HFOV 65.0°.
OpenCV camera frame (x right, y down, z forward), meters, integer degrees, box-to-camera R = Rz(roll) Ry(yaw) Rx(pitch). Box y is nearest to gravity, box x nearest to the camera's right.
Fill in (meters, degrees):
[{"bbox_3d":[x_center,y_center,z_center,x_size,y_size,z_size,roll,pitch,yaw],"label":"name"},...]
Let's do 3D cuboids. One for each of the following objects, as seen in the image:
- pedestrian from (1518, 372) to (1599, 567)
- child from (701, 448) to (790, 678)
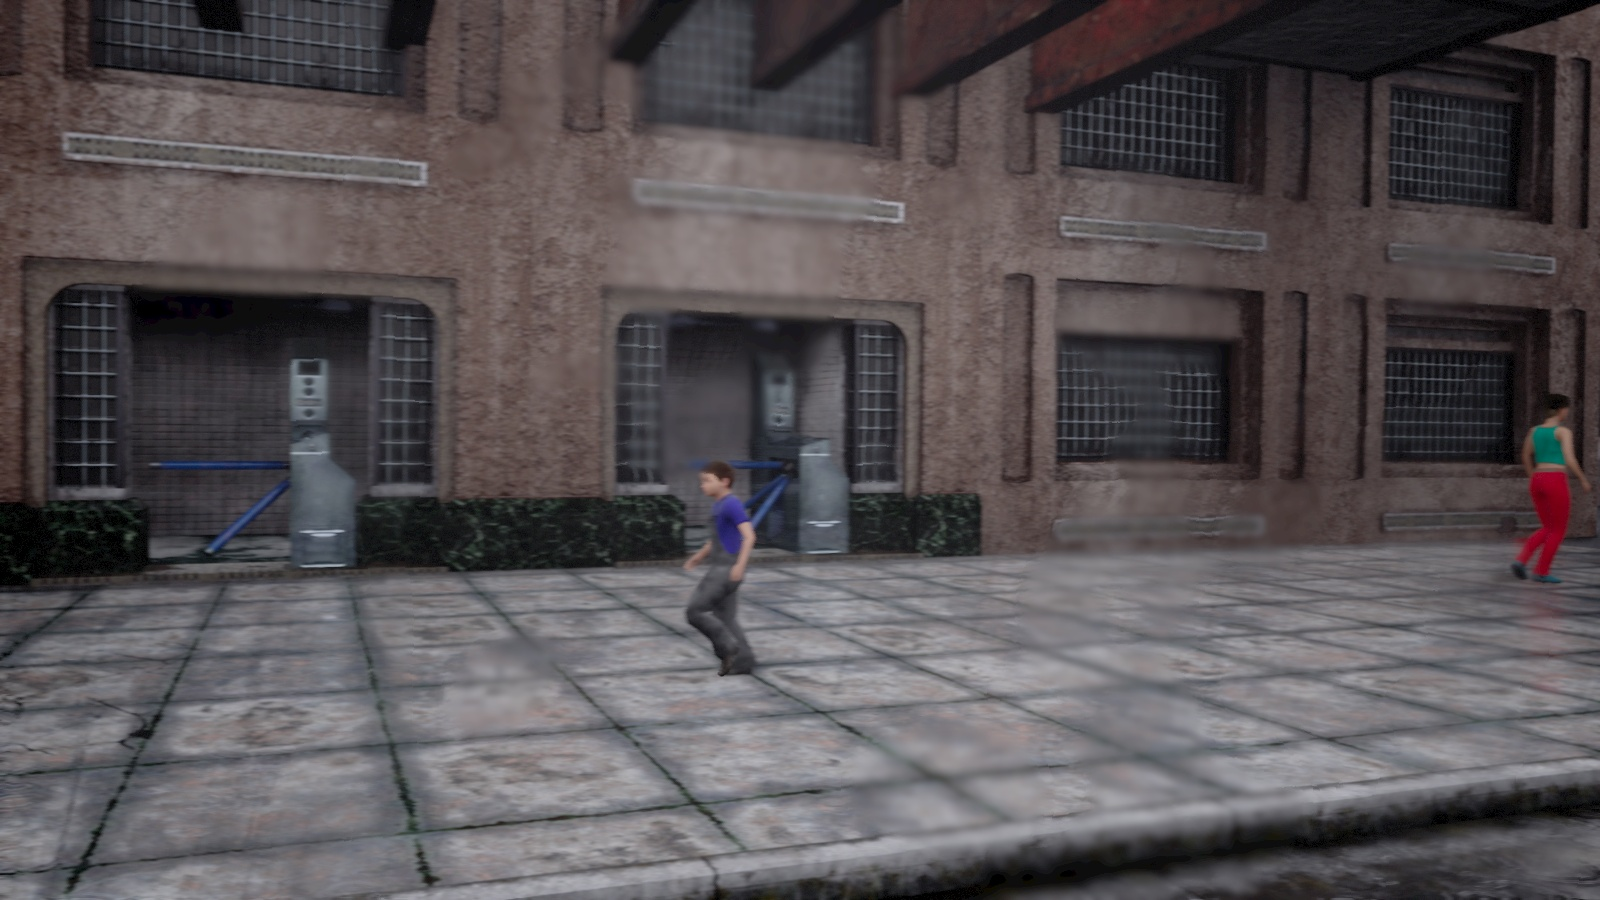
[{"bbox_3d":[7.278,0.179,12.042,0.594,1.836,0.345,-1,1,-12],"label":"pedestrian"},{"bbox_3d":[-0.309,0.622,7.096,0.437,1.263,0.270,-1,1,-16],"label":"child"}]
